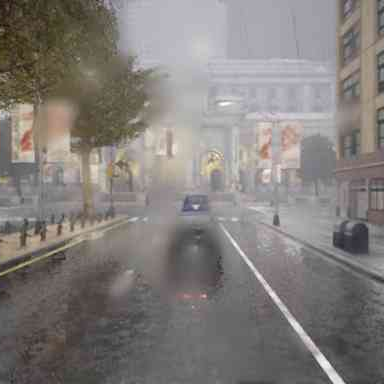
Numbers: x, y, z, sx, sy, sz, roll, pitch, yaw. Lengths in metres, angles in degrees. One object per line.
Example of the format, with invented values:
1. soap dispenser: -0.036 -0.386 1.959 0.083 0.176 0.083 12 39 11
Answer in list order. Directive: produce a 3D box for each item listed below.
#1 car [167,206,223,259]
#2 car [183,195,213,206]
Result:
1. car: 0.129 1.504 12.662 1.837 1.490 4.892 0 0 1
2. car: 0.450 1.220 26.557 2.150 2.045 5.566 0 0 4
